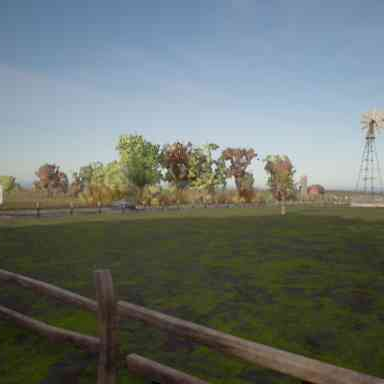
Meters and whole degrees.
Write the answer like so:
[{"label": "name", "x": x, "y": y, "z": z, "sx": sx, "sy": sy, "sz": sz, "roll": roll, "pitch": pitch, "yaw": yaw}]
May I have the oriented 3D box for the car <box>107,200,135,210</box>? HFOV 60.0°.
[{"label": "car", "x": -10.309, "y": 1.903, "z": 48.716, "sx": 1.994, "sy": 1.385, "sz": 4.181, "roll": 1, "pitch": 0, "yaw": 36}]
